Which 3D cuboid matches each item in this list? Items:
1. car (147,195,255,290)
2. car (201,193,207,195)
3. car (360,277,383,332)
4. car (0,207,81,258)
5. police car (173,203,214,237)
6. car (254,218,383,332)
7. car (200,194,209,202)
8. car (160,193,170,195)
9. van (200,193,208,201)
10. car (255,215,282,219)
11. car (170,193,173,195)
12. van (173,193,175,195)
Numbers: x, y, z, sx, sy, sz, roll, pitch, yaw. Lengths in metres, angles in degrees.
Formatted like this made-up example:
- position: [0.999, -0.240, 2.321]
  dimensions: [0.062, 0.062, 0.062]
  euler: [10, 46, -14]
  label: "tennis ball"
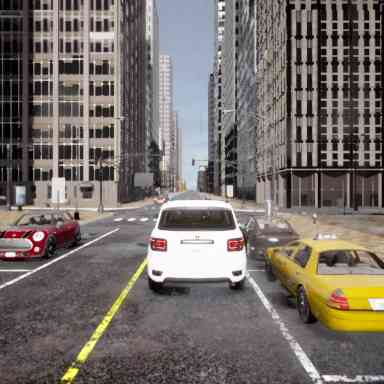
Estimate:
- position: [0.107, 1.220, 9.212]
  dimensions: [2.150, 2.045, 5.566]
  euler: [0, 0, 0]
  label: "car"
- position: [2.836, 1.380, 61.685]
  dimensions: [1.967, 1.590, 4.097]
  euler: [0, 0, 0]
  label: "car"
- position: [2.693, 1.551, 1.086]
  dimensions: [2.008, 1.369, 4.403]
  euler: [0, 0, 0]
  label: "car"
- position: [-5.678, 1.437, 12.430]
  dimensions: [1.967, 1.590, 4.097]
  euler: [0, 0, 0]
  label: "car"
- position: [0.111, 1.497, 19.132]
  dimensions: [2.038, 1.542, 4.974]
  euler: [0, 0, 1]
  label: "police car"
- position: [2.697, 1.525, 6.927]
  dimensions: [1.752, 1.417, 4.829]
  euler: [0, 0, 0]
  label: "car"
- position: [2.748, 1.353, 73.053]
  dimensions: [1.967, 1.590, 4.097]
  euler: [0, 0, 0]
  label: "car"
- position: [-5.736, 1.380, 61.693]
  dimensions: [1.967, 1.590, 4.097]
  euler: [0, 0, 0]
  label: "car"
- position: [2.753, 1.239, 78.738]
  dimensions: [1.690, 1.788, 3.998]
  euler: [0, 0, 0]
  label: "van"
- position: [2.702, 1.548, 12.425]
  dimensions: [2.008, 1.369, 4.403]
  euler: [0, 0, 0]
  label: "car"
- position: [-5.665, 1.242, 67.378]
  dimensions: [2.192, 1.841, 5.009]
  euler: [0, 0, 0]
  label: "car"
- position: [-5.622, 1.225, 84.433]
  dimensions: [1.690, 1.788, 3.998]
  euler: [0, 0, 0]
  label: "van"
